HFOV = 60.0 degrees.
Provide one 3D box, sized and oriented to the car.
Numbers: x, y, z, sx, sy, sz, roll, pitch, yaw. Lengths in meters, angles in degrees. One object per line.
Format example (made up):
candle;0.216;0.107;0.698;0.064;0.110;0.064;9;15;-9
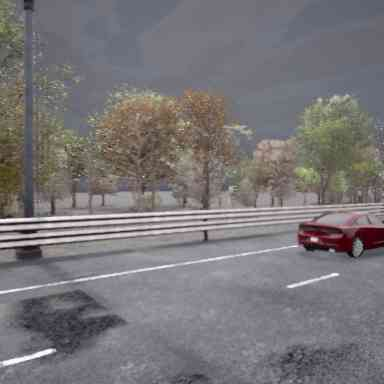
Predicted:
car;6.104;1.448;12.657;5.008;1.535;1.882;0;0;-36
